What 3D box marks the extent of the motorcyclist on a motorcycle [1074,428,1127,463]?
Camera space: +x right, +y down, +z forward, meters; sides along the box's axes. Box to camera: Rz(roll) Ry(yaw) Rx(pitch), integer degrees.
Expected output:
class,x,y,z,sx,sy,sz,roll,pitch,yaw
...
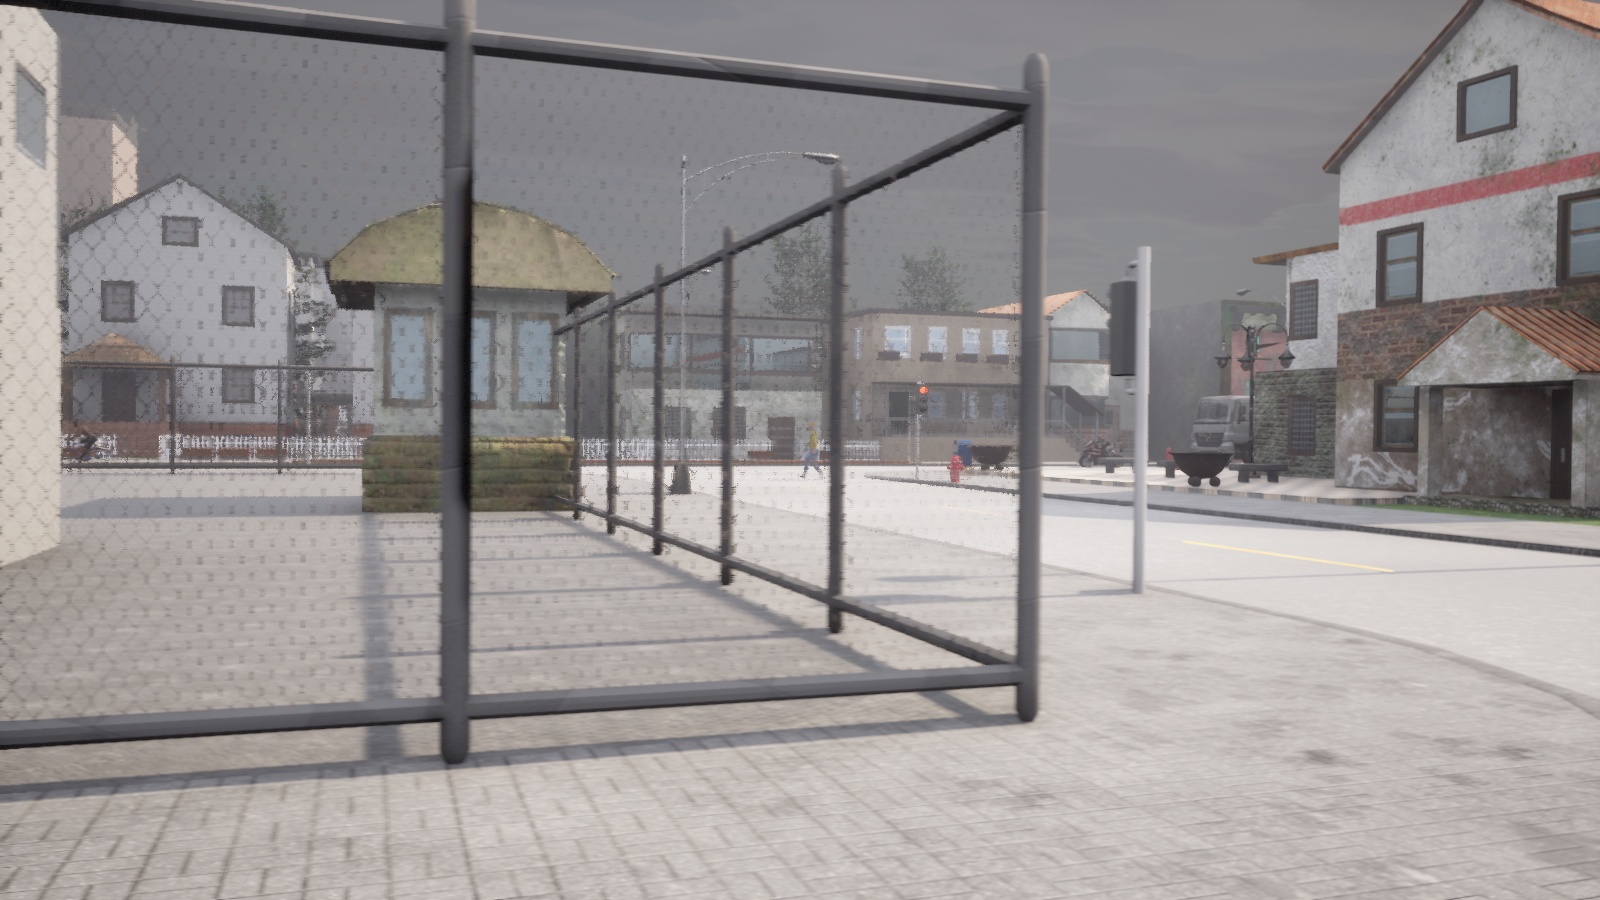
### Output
class,x,y,z,sx,sy,sz,roll,pitch,yaw
motorcyclist on a motorcycle,13.465,-0.211,56.262,2.191,1.530,0.866,-1,1,-19

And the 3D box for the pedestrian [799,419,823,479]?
class,x,y,z,sx,sy,sz,roll,pitch,yaw
pedestrian,0.336,-0.030,38.498,0.706,1.836,0.354,-1,1,0

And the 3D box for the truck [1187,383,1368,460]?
class,x,y,z,sx,sy,sz,roll,pitch,yaw
truck,22.576,-1.377,59.378,7.936,3.462,2.891,-1,1,-19

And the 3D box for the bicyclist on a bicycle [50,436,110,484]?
class,x,y,z,sx,sy,sz,roll,pitch,yaw
bicyclist on a bicycle,-24.718,0.333,43.142,1.656,1.620,0.582,-1,1,-19
